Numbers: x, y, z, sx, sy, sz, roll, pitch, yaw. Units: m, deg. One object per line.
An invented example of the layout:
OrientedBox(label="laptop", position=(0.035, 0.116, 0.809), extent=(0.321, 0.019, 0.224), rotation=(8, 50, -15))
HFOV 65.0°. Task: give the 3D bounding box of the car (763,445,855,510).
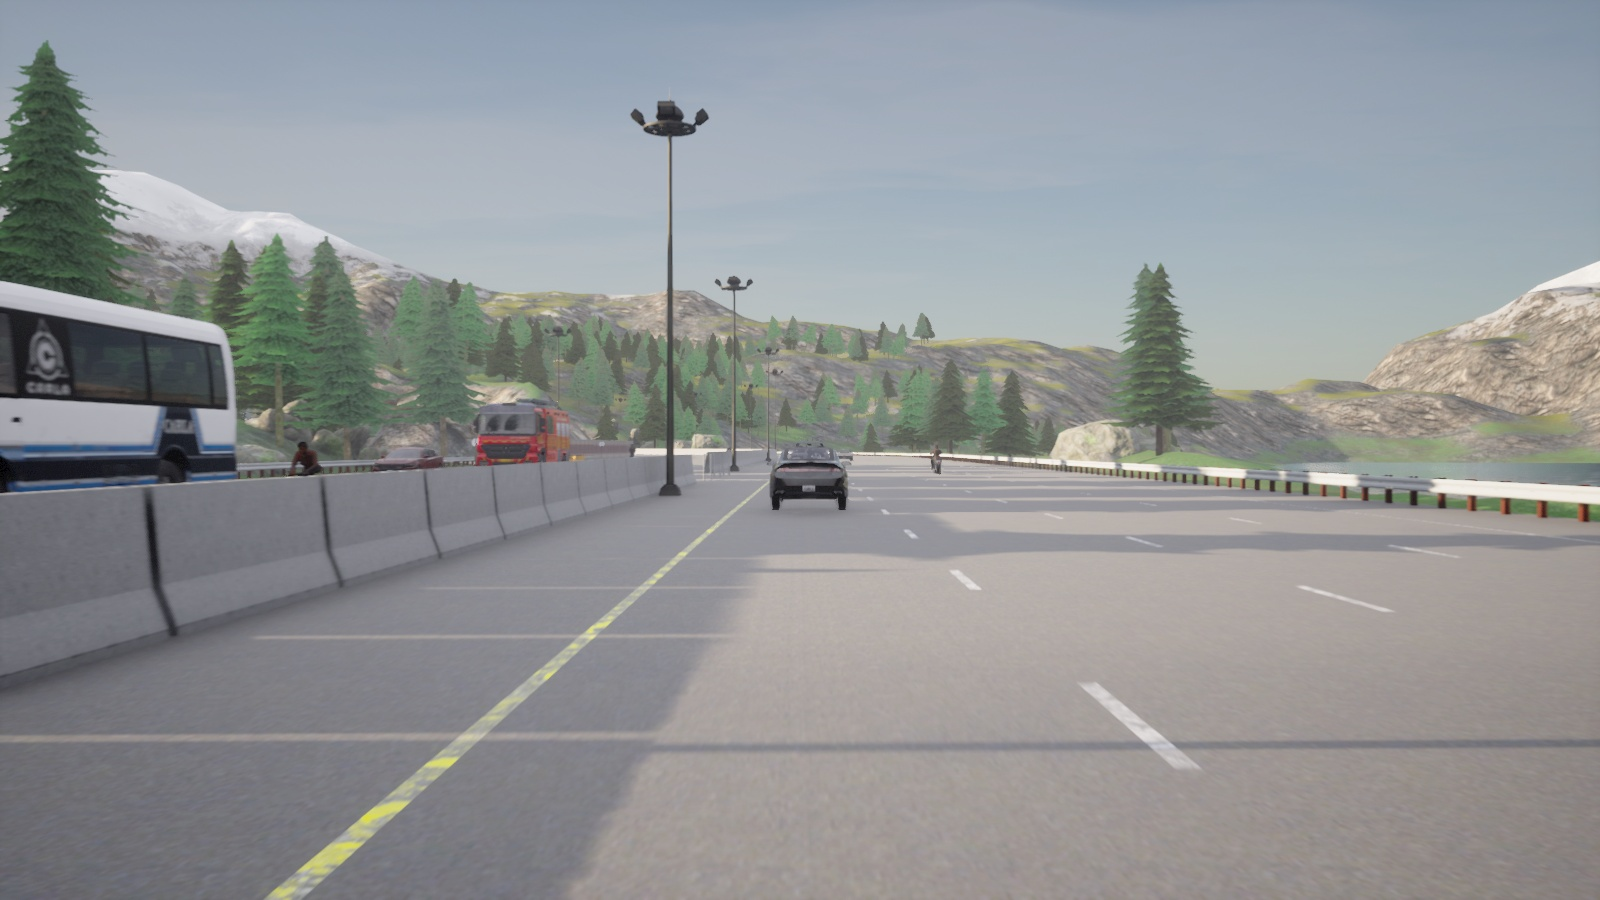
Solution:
OrientedBox(label="car", position=(0.226, 0.625, 31.403), extent=(2.128, 1.511, 4.902), rotation=(0, 0, 0))

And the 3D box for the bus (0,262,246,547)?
OrientedBox(label="bus", position=(-13.856, -0.695, 21.728), extent=(3.944, 4.253, 10.273), rotation=(0, 0, 0))

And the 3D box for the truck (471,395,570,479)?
OrientedBox(label="truck", position=(-13.513, -0.582, 61.481), extent=(2.891, 3.827, 8.468), rotation=(0, 0, 0))

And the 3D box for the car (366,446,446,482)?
OrientedBox(label="car", position=(-17.074, 0.574, 54.696), extent=(1.882, 1.535, 5.008), rotation=(0, 0, 1))
